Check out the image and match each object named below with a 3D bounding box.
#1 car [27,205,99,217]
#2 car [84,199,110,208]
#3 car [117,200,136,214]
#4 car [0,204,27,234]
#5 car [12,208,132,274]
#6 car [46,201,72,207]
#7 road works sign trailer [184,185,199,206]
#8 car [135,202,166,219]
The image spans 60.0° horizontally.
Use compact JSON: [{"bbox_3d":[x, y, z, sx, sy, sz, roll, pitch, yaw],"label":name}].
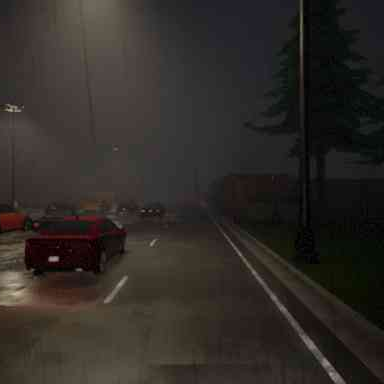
[{"bbox_3d":[-6.899,1.635,18.386,1.895,1.301,4.718,0,0,0],"label":"car"},{"bbox_3d":[-10.394,1.545,36.635,1.882,1.535,5.008,0,0,0],"label":"car"},{"bbox_3d":[-6.908,1.593,36.149,1.812,1.442,4.674,0,0,0],"label":"car"},{"bbox_3d":[-10.398,1.385,17.541,2.097,1.767,4.553,0,0,0],"label":"car"},{"bbox_3d":[-3.397,1.498,10.648,1.882,1.535,5.008,0,0,0],"label":"car"},{"bbox_3d":[-13.989,1.630,35.538,1.994,1.385,4.181,0,0,0],"label":"car"},{"bbox_3d":[0.007,0.566,55.349,2.380,3.560,2.880,0,0,0],"label":"road works sign trailer"},{"bbox_3d":[-3.396,1.602,29.693,2.033,1.411,5.357,0,0,0],"label":"car"}]
